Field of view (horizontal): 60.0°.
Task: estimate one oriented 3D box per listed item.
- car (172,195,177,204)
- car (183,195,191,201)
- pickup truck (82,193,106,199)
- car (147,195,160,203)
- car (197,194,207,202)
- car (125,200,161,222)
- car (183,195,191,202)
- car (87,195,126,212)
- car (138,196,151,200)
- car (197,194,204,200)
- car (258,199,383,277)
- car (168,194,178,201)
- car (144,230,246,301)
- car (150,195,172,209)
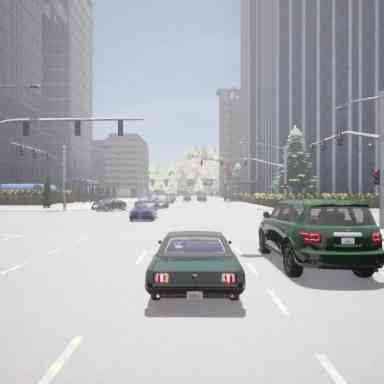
[{"bbox_3d":[-4.476,1.487,65.966,2.128,1.511,4.902,0,0,0],"label":"car"},{"bbox_3d":[-1.271,1.532,88.851,2.033,1.411,5.357,0,0,-1],"label":"car"},{"bbox_3d":[-21.173,1.052,73.355,2.390,2.098,6.274,0,0,30],"label":"pickup truck"},{"bbox_3d":[-7.990,1.493,69.056,2.128,1.511,4.902,0,0,-1],"label":"car"},{"bbox_3d":[2.373,1.342,78.765,2.097,1.767,4.553,0,0,-1],"label":"car"},{"bbox_3d":[-3.821,1.598,26.552,1.895,1.301,4.718,0,0,-1],"label":"car"},{"bbox_3d":[-1.122,1.494,78.496,1.837,1.490,4.892,0,0,-1],"label":"car"},{"bbox_3d":[-9.528,1.489,38.713,2.128,1.511,4.902,0,0,26],"label":"car"},{"bbox_3d":[-7.848,1.596,52.885,1.895,1.301,4.718,0,0,-1],"label":"car"},{"bbox_3d":[2.227,1.379,89.046,1.882,1.535,5.008,0,0,-1],"label":"car"},{"bbox_3d":[3.585,1.221,10.330,2.150,2.045,5.566,0,0,0],"label":"car"},{"bbox_3d":[-4.666,1.380,81.485,2.128,1.511,4.902,0,0,-1],"label":"car"},{"bbox_3d":[0.074,1.600,8.301,1.895,1.301,4.718,0,0,0],"label":"car"},{"bbox_3d":[-4.145,1.488,45.678,2.128,1.511,4.902,0,0,-3],"label":"car"}]
